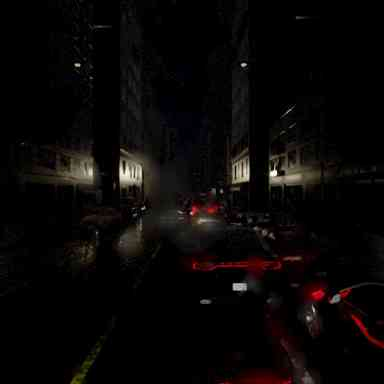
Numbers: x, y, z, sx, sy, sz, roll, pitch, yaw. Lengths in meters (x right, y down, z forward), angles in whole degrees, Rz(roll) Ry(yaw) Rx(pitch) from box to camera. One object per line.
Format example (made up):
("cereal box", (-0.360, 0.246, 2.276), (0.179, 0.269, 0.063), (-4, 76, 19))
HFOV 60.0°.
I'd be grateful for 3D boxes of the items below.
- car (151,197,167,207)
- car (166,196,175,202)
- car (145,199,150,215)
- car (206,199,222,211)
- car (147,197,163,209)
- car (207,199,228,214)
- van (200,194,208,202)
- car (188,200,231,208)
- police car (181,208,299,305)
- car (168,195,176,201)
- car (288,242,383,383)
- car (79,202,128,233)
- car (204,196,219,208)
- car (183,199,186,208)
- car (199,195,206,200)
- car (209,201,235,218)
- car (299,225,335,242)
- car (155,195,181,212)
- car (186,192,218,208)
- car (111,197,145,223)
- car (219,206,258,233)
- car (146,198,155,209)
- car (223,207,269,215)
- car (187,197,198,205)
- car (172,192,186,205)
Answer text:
("car", (-5.251, 1.557, 53.191), (2.008, 1.369, 4.403), (0, 0, 0))
("car", (-5.181, 1.560, 80.273), (2.008, 1.369, 4.403), (0, 0, 0))
("car", (-5.308, 1.585, 31.117), (1.802, 1.307, 4.206), (0, 0, 0))
("car", (2.745, 1.587, 42.142), (1.802, 1.307, 4.206), (0, 0, 0))
("car", (-5.266, 1.531, 47.503), (1.752, 1.417, 4.829), (0, 0, 0))
("car", (2.731, 1.555, 36.623), (2.008, 1.369, 4.403), (0, 0, 0))
("van", (2.844, 1.350, 80.261), (1.690, 1.788, 3.998), (0, 0, 0))
("car", (0.855, 1.458, 18.406), (1.801, 1.575, 5.366), (0, 0, 0))
("police car", (0.747, 1.425, 8.299), (1.930, 1.638, 5.238), (0, 0, -2))
("car", (-5.166, 1.554, 85.954), (1.887, 1.381, 4.507), (0, 0, 0))
("car", (2.645, 1.566, 3.509), (1.947, 1.339, 4.313), (0, 0, 0))
("car", (-5.333, 1.527, 19.913), (1.752, 1.417, 4.829), (0, 0, 0))
("car", (2.760, 1.446, 47.661), (1.967, 1.590, 4.097), (0, 0, 0))
("car", (0.124, 1.570, 45.520), (1.994, 1.385, 4.181), (0, 0, 1))
("car", (2.874, 1.592, 91.623), (1.802, 1.307, 4.206), (0, 0, 0))
("car", (2.717, 1.554, 31.104), (2.008, 1.369, 4.403), (0, 0, 0))
("car", (2.660, 1.545, 9.028), (1.887, 1.381, 4.507), (0, 0, 0))
("car", (-2.745, 1.496, 38.995), (2.128, 1.511, 4.902), (0, 0, 0))
("car", (0.887, 1.227, 24.243), (2.150, 2.045, 5.566), (0, 0, 0))
("car", (-5.323, 1.317, 25.599), (2.192, 1.841, 5.009), (0, 0, 0))
("car", (2.688, 1.583, 20.066), (1.802, 1.307, 4.206), (0, 0, 0))
("car", (-5.280, 1.445, 42.155), (1.967, 1.590, 4.097), (0, 0, 0))
("car", (2.674, 1.551, 14.547), (2.008, 1.369, 4.403), (0, 0, 0))
("car", (0.152, 1.608, 58.945), (1.895, 1.301, 4.718), (0, 0, 0))
("car", (-2.600, 1.229, 58.182), (2.150, 2.045, 5.566), (0, 0, 0))
